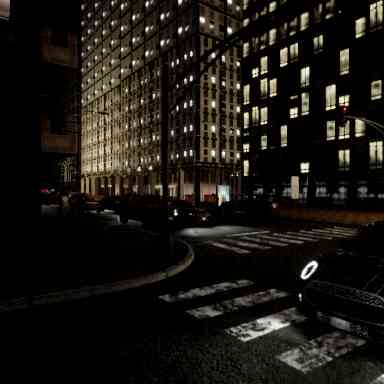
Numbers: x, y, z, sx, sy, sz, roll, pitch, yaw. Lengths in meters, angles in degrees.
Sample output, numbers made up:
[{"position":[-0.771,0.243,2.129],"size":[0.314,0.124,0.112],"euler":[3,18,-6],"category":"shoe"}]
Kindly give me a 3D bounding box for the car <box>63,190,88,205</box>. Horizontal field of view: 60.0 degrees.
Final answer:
[{"position":[-12.340,0.813,37.053],"size":[2.128,1.511,4.902],"euler":[0,1,-36],"category":"car"}]

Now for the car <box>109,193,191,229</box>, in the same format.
[{"position":[-2.595,1.008,19.302],"size":[2.192,1.841,5.009],"euler":[2,0,-36],"category":"car"}]

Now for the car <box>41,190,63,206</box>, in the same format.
[{"position":[-15.669,0.827,37.229],"size":[2.008,1.369,4.403],"euler":[2,0,-36],"category":"car"}]

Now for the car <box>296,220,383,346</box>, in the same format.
[{"position":[4.031,1.339,6.246],"size":[4.553,1.767,2.097],"euler":[-1,1,-35],"category":"car"}]

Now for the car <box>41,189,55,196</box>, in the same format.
[{"position":[-31.808,0.096,73.597],"size":[1.887,1.381,4.507],"euler":[1,0,-36],"category":"car"}]

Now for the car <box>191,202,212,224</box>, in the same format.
[{"position":[-0.671,1.220,21.026],"size":[1.812,1.442,4.674],"euler":[0,1,-36],"category":"car"}]

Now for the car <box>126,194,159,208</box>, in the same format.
[{"position":[-5.669,0.965,37.736],"size":[1.947,1.339,4.313],"euler":[1,0,-36],"category":"car"}]

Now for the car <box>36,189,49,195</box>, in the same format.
[{"position":[-35.076,-0.011,78.080],"size":[1.887,1.381,4.507],"euler":[1,0,-36],"category":"car"}]

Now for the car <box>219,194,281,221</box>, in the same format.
[{"position":[4.140,1.027,24.287],"size":[2.192,1.841,5.009],"euler":[1,0,-36],"category":"car"}]

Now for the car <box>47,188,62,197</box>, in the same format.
[{"position":[-28.538,0.099,69.114],"size":[1.967,1.590,4.097],"euler":[1,0,-36],"category":"car"}]

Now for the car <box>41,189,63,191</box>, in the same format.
[{"position":[-25.554,0.382,60.590],"size":[1.994,1.385,4.181],"euler":[0,1,-36],"category":"car"}]

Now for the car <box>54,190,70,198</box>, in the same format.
[{"position":[-25.274,0.309,64.632],"size":[1.887,1.381,4.507],"euler":[1,0,-36],"category":"car"}]

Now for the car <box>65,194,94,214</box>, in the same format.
[{"position":[-9.136,1.067,28.266],"size":[1.802,1.307,4.206],"euler":[2,0,-36],"category":"car"}]

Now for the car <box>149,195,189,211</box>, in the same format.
[{"position":[-2.402,1.070,33.253],"size":[1.947,1.339,4.313],"euler":[1,0,-36],"category":"car"}]

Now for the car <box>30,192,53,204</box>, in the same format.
[{"position":[-18.936,0.752,41.710],"size":[1.802,1.307,4.206],"euler":[2,0,-36],"category":"car"}]

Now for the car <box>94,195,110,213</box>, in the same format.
[{"position":[-6.449,0.988,28.954],"size":[1.882,1.535,5.008],"euler":[0,1,-36],"category":"car"}]
